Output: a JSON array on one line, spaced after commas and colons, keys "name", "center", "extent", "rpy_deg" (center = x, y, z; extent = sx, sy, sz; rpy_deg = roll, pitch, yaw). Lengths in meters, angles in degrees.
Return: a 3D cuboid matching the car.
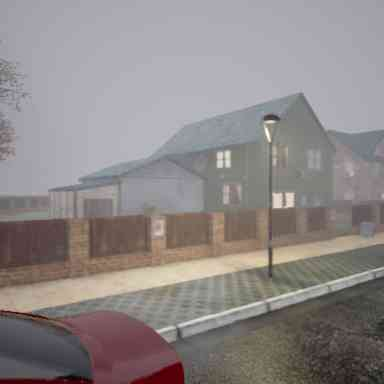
[{"name": "car", "center": [-2.319, 1.481, 1.406], "extent": [5.008, 1.535, 1.882], "rpy_deg": [0, 0, -35]}]
